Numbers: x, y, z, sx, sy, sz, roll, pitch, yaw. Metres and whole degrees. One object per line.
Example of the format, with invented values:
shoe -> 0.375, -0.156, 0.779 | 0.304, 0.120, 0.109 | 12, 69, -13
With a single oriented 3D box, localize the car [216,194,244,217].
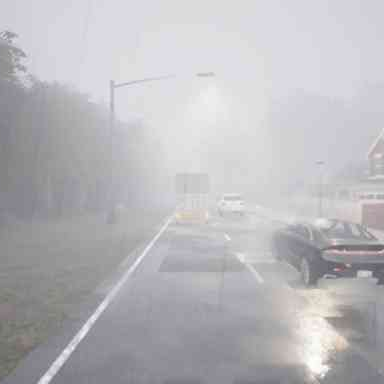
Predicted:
car -> 3.597, 1.221, 31.925 | 2.150, 2.045, 5.566 | 0, 0, 0

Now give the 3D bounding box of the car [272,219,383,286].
car -> 3.601, 1.494, 9.357 | 2.128, 1.511, 4.902 | 0, 0, 0

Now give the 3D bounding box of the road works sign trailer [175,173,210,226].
road works sign trailer -> 0.006, 0.466, 23.537 | 2.380, 3.560, 2.880 | 0, 0, 0
